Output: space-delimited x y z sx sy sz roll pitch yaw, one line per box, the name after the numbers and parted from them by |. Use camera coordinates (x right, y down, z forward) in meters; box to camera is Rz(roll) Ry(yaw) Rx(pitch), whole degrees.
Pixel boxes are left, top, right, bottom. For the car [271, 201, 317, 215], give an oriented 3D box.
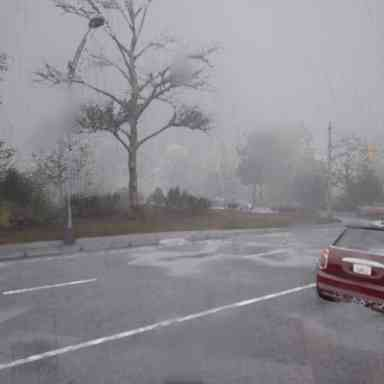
10.194 1.617 33.477 1.895 1.301 4.718 0 0 -29 | car

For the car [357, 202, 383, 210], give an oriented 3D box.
16.888 1.580 29.400 1.994 1.385 4.181 0 0 -35 | car

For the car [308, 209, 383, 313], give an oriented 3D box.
4.684 1.356 6.939 4.553 1.767 2.097 0 0 -35 | car

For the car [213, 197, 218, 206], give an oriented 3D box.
4.206 1.606 52.422 1.837 1.490 4.892 0 0 -26 | car

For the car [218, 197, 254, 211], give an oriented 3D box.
5.757 1.531 41.672 2.128 1.511 4.902 0 0 -28 | car
